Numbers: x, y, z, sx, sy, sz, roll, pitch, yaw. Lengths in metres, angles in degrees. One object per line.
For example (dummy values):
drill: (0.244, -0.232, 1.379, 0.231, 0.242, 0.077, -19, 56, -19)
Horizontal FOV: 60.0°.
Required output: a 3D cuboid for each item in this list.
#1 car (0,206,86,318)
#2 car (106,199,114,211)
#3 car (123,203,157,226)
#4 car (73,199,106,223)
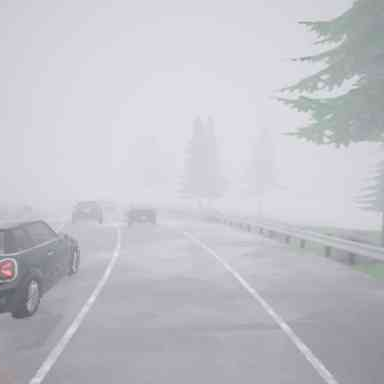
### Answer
car: (-4.052, 1.372, 7.516, 2.097, 1.767, 4.553, 0, 0, -6)
car: (-10.925, 1.558, 40.577, 2.163, 1.488, 4.792, 0, 0, -28)
car: (-3.813, 1.497, 23.872, 1.882, 1.535, 5.008, 0, 0, -17)
car: (-8.019, 1.392, 25.499, 2.097, 1.767, 4.553, 0, 0, -18)
